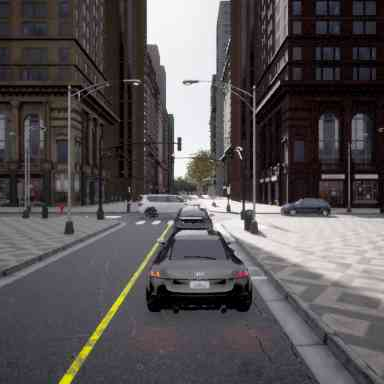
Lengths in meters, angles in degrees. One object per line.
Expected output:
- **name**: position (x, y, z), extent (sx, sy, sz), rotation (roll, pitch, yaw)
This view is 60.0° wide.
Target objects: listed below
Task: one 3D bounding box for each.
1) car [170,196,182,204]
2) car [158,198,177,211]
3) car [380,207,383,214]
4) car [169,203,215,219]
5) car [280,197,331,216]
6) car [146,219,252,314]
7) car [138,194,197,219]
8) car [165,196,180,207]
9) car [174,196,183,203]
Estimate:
- **car**: position (-3.045, 1.560, 63.163), extent (2.033, 1.411, 5.357), rotation (0, 0, 0)
- **car**: position (-3.083, 1.547, 43.089), extent (2.033, 1.411, 5.357), rotation (0, 0, 0)
- **car**: position (20.525, 1.630, 32.076), extent (4.181, 1.385, 1.994), rotation (0, 0, 0)
- **car**: position (0.064, 1.505, 16.632), extent (1.837, 1.490, 4.892), rotation (0, 0, 0)
- **car**: position (10.869, 1.388, 32.115), extent (4.553, 1.767, 2.097), rotation (0, 0, 1)
- **car**: position (0.110, 1.564, 7.724), extent (1.994, 1.385, 4.181), rotation (0, 0, -1)
- **car**: position (-1.904, 1.225, 28.885), extent (5.566, 2.045, 2.150), rotation (0, 0, 0)
- **car**: position (-3.081, 1.494, 52.850), extent (2.128, 1.511, 4.902), rotation (0, 0, 0)
- **car**: position (-2.986, 1.549, 73.497), extent (1.812, 1.442, 4.674), rotation (0, 0, 0)
